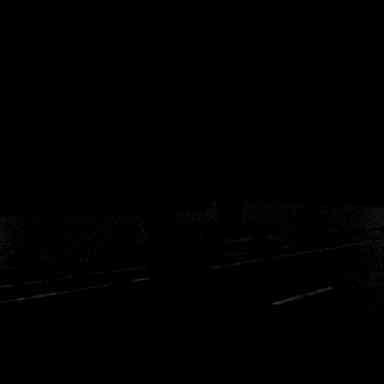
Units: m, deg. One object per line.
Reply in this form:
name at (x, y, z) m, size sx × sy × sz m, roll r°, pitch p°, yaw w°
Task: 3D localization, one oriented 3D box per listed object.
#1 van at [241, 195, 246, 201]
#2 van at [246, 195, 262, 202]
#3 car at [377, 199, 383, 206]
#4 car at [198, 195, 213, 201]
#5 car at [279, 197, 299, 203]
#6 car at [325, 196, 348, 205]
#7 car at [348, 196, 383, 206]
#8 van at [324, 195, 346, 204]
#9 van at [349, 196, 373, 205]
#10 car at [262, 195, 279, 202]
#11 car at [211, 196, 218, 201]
van at (14.045, 1.655, 94.328) m, size 1.690 × 1.788 × 3.998 m, roll 1°, pitch 0°, yaw -36°
van at (17.344, 1.655, 89.707) m, size 1.690 × 1.788 × 3.998 m, roll 1°, pitch 0°, yaw -36°
car at (37.133, 1.904, 61.979) m, size 1.802 × 1.307 × 4.206 m, roll 1°, pitch 0°, yaw -36°
car at (3.810, 1.687, 93.994) m, size 1.967 × 1.590 × 4.097 m, roll 1°, pitch 0°, yaw -36°
car at (23.939, 1.896, 80.463) m, size 1.802 × 1.307 × 4.206 m, roll 1°, pitch 0°, yaw -36°
car at (26.896, 1.832, 61.646) m, size 1.802 × 1.307 × 4.206 m, roll 1°, pitch 0°, yaw -36°
car at (30.197, 1.569, 57.026) m, size 2.192 × 1.841 × 5.009 m, roll 1°, pitch 0°, yaw -36°
van at (30.537, 1.657, 71.222) m, size 1.690 × 1.788 × 3.998 m, roll 1°, pitch 0°, yaw -36°
van at (33.836, 1.659, 66.601) m, size 1.690 × 1.788 × 3.998 m, roll 1°, pitch 0°, yaw -36°
car at (20.641, 1.896, 85.084) m, size 1.802 × 1.307 × 4.206 m, roll 1°, pitch 0°, yaw -36°
car at (7.107, 1.797, 89.372) m, size 2.008 × 1.369 × 4.403 m, roll 1°, pitch 0°, yaw -36°
